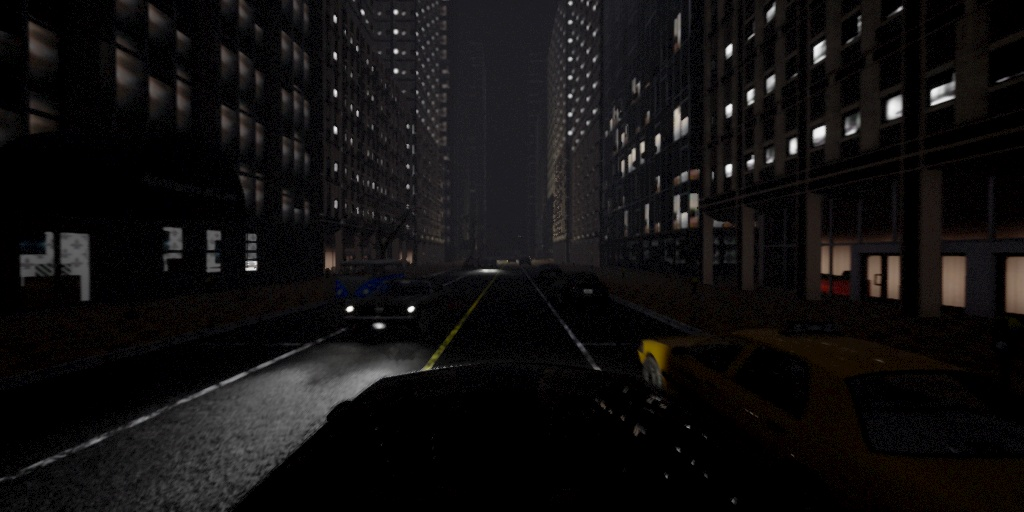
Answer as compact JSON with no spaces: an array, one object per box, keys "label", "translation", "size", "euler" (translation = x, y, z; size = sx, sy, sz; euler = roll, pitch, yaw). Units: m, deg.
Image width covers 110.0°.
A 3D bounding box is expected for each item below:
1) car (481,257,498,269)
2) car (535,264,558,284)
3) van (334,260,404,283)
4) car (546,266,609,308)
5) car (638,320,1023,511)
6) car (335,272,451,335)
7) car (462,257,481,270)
[{"label":"car","translation":[-3.080,1.064,51.412],"size":[2.128,1.511,4.902],"euler":[0,0,0]},{"label":"car","translation":[2.687,1.236,26.111],"size":[1.948,1.339,4.313],"euler":[0,0,0]},{"label":"van","translation":[-5.693,1.049,14.718],"size":[1.690,1.789,3.998],"euler":[0,0,0]},{"label":"car","translation":[2.688,1.275,14.715],"size":[1.948,1.339,4.313],"euler":[0,0,0]},{"label":"car","translation":[2.689,1.271,3.488],"size":[1.751,1.417,4.829],"euler":[0,0,0]},{"label":"car","translation":[-3.102,1.323,10.599],"size":[1.895,1.301,4.718],"euler":[0,0,0]},{"label":"car","translation":[-5.696,1.128,48.907],"size":[1.888,1.381,4.507],"euler":[0,0,0]}]
